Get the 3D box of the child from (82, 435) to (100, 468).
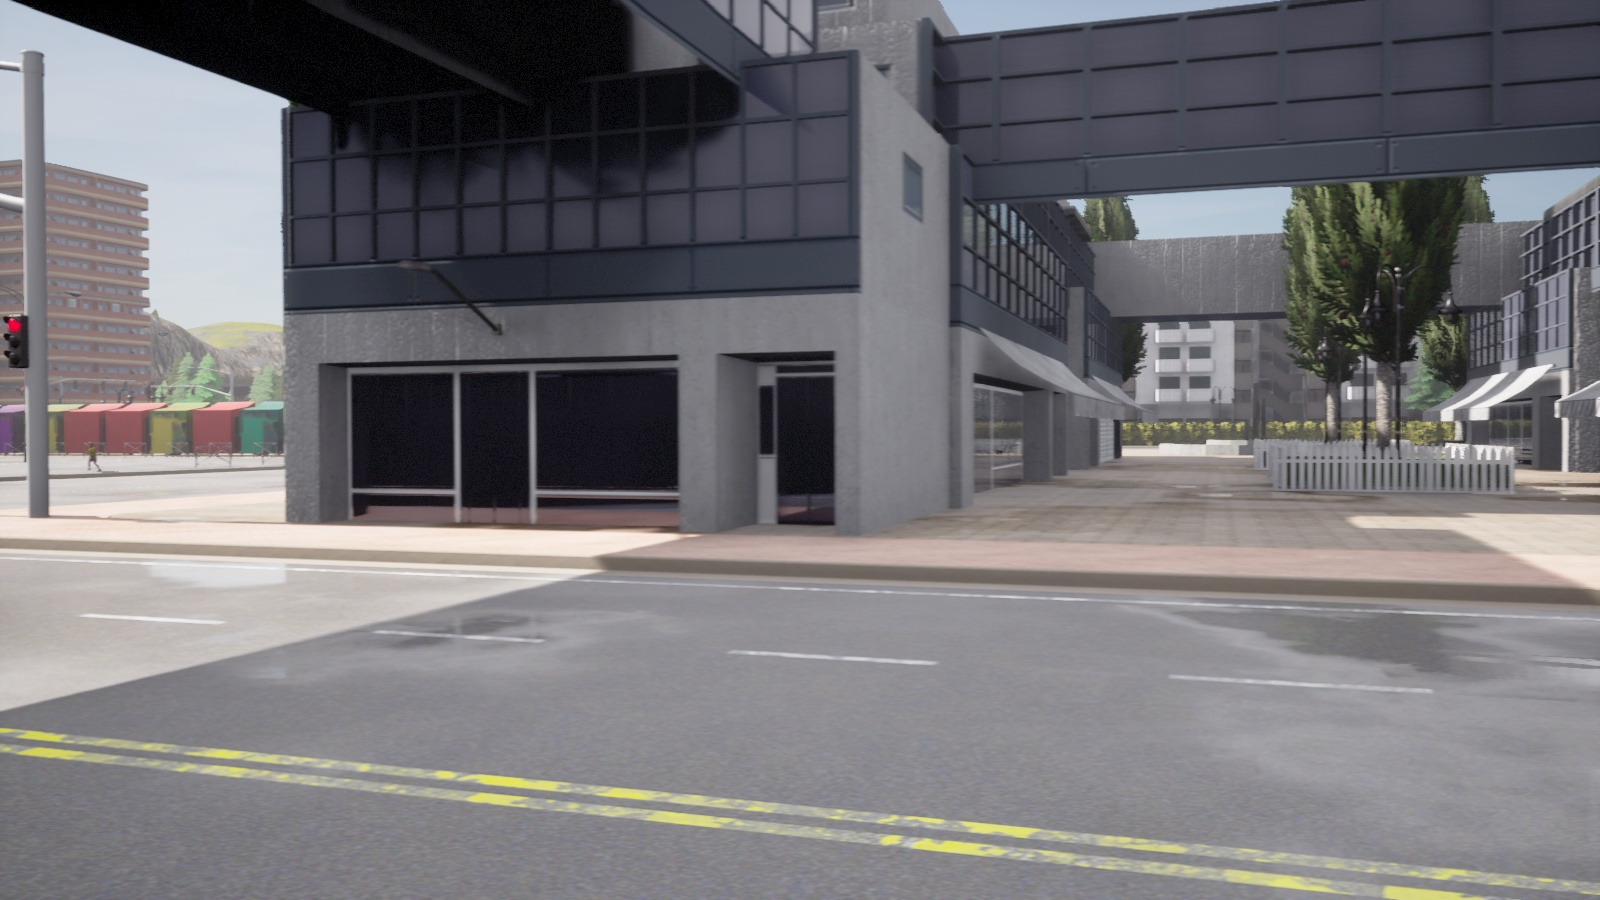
[{"bbox_3d":[-25.431,0.048,45.030,0.299,1.160,0.473,1,1,20],"label":"child"}]
